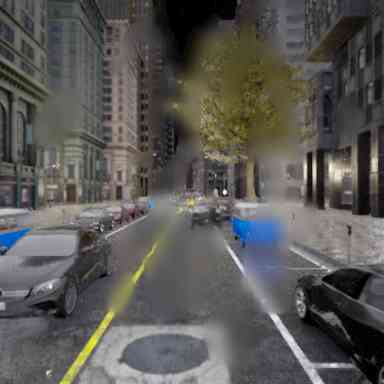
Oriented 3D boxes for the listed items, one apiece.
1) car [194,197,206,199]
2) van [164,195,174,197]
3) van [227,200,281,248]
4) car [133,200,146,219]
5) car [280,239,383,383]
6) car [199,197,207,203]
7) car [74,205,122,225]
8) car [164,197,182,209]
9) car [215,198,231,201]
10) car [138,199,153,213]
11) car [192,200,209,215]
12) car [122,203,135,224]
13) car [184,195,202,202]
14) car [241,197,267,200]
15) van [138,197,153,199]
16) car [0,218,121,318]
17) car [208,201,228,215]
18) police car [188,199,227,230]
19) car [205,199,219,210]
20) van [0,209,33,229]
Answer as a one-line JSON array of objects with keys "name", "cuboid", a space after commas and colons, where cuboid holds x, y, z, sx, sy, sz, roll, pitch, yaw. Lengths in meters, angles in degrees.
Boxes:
[{"name": "car", "cuboid": [0.900, 1.592, 31.862, 1.801, 1.575, 5.366, 0, 0, 0]}, {"name": "van", "cuboid": [-5.781, 1.711, 79.278, 1.690, 1.788, 3.998, 0, 0, 0]}, {"name": "van", "cuboid": [2.760, 1.404, 14.957, 1.690, 1.788, 3.998, 0, 0, 0]}, {"name": "car", "cuboid": [-5.765, 1.674, 30.467, 1.887, 1.381, 4.507, 0, 0, 0]}, {"name": "car", "cuboid": [2.761, 1.584, 4.378, 1.947, 1.339, 4.313, 0, 0, 0]}, {"name": "car", "cuboid": [2.775, 1.945, 84.784, 1.887, 1.381, 4.507, 0, 0, 0]}, {"name": "car", "cuboid": [-5.765, 1.633, 19.641, 2.008, 1.369, 4.403, 0, 0, 0]}, {"name": "car", "cuboid": [-3.001, 1.825, 50.432, 1.994, 1.385, 4.181, 0, 0, 0]}, {"name": "car", "cuboid": [2.759, 1.447, 30.823, 2.192, 1.841, 5.009, 0, 0, 0]}, {"name": "car", "cuboid": [-5.765, 1.720, 35.880, 1.947, 1.339, 4.313, 0, 0, 0]}, {"name": "car", "cuboid": [0.900, 1.669, 37.672, 1.837, 1.490, 4.892, 0, 0, 0]}, {"name": "car", "cuboid": [-5.764, 1.687, 25.053, 1.802, 1.307, 4.206, 0, 0, 0]}, {"name": "car", "cuboid": [1.332, 1.724, 55.700, 1.882, 1.535, 5.008, 0, 0, 36]}, {"name": "car", "cuboid": [10.962, 1.548, 58.461, 4.902, 1.511, 2.128, -1, 0, 0]}, {"name": "van", "cuboid": [-5.766, 1.521, 41.294, 1.690, 1.788, 3.998, 0, 0, 0]}, {"name": "car", "cuboid": [-3.100, 1.557, 7.606, 1.812, 1.442, 4.674, 0, 0, 0]}, {"name": "car", "cuboid": [2.760, 1.701, 36.111, 1.887, 1.381, 4.507, 0, 0, 0]}, {"name": "police car", "cuboid": [0.900, 1.517, 21.782, 1.930, 1.638, 5.238, 0, 0, 0]}, {"name": "car", "cuboid": [2.766, 1.732, 46.862, 1.752, 1.417, 4.829, 0, 0, 0]}, {"name": "van", "cuboid": [-5.765, 1.377, 8.815, 1.690, 1.788, 3.998, 0, 0, 0]}]
